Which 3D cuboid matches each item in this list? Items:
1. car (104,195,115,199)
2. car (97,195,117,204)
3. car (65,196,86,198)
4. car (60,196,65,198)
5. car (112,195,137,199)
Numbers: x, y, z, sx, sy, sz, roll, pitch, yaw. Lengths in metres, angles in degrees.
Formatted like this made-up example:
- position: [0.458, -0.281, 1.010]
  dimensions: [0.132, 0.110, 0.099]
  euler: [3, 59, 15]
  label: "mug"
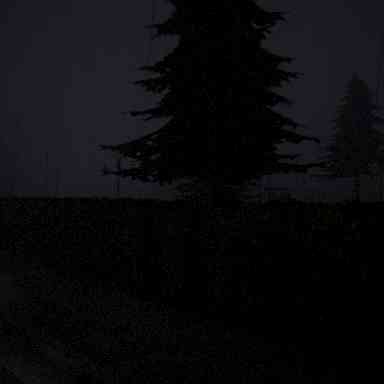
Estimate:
- position: [-16.029, 1.503, 70.231]
  dimensions: [1.932, 1.855, 4.605]
  euler: [-1, 0, 45]
  label: "car"
- position: [-18.377, 1.503, 71.992]
  dimensions: [1.905, 1.878, 3.866]
  euler: [-1, 0, 45]
  label: "car"
- position: [-27.429, 1.670, 81.032]
  dimensions: [2.152, 1.636, 5.027]
  euler: [-1, 0, 45]
  label: "car"
- position: [-32.198, 1.793, 85.338]
  dimensions: [1.970, 1.475, 3.806]
  euler: [-1, 0, 45]
  label: "car"
- position: [-10.327, 1.685, 53.856]
  dimensions: [1.970, 1.475, 3.806]
  euler: [-1, 0, 45]
  label: "car"
